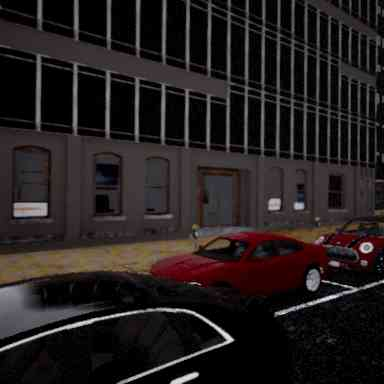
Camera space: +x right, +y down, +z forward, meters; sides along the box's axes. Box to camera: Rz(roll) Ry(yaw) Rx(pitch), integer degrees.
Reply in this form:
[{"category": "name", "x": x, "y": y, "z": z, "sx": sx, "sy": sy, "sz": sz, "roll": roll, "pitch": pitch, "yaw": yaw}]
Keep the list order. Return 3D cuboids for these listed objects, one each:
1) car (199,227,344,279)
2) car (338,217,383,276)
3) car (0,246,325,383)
[{"category": "car", "x": 1.193, "y": 1.591, "z": 7.410, "sx": 4.507, "sy": 1.381, "sz": 1.887, "roll": 1, "pitch": 0, "yaw": -36}, {"category": "car", "x": 5.702, "y": 1.536, "z": 10.629, "sx": 4.097, "sy": 1.590, "sz": 1.967, "roll": 1, "pitch": 0, "yaw": -36}, {"category": "car", "x": -1.302, "y": 1.507, "z": 2.450, "sx": 4.892, "sy": 1.490, "sz": 1.837, "roll": 1, "pitch": 0, "yaw": -36}]
